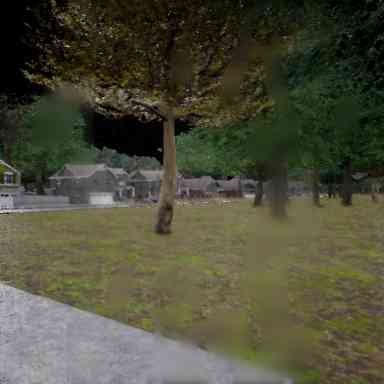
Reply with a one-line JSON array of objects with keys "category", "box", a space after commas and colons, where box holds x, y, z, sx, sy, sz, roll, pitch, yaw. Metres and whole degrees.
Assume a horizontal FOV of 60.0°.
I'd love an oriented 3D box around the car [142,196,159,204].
[{"category": "car", "box": [-7.344, 1.466, 62.113, 1.837, 1.490, 4.892, 0, 0, 35]}]
